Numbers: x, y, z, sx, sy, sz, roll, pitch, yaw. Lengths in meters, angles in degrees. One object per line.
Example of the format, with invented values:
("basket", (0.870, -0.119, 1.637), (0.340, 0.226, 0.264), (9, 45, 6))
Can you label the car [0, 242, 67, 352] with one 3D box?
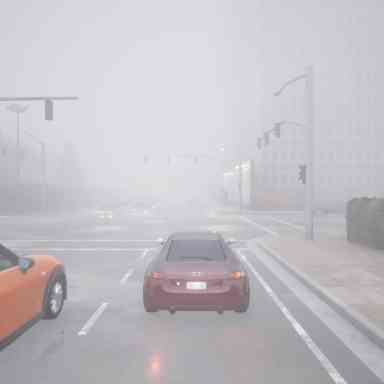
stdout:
("car", (-3.434, 1.352, 4.506), (2.097, 1.767, 4.553), (0, 0, 1))

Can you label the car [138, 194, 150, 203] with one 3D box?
("car", (-10.406, 1.355, 72.289), (2.097, 1.767, 4.553), (0, 0, 0))

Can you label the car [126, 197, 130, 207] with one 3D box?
("car", (-10.521, 1.477, 52.659), (1.882, 1.535, 5.008), (0, 0, 0))

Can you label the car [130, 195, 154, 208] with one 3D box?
("car", (-7.024, 1.352, 47.109), (2.097, 1.767, 4.553), (0, 0, 0))

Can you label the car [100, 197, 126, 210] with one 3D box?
("car", (-10.546, 1.491, 43.510), (2.128, 1.511, 4.902), (0, 0, 1))

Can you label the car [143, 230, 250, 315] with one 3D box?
("car", (0.087, 1.564, 7.680), (1.994, 1.385, 4.181), (0, 0, 0))

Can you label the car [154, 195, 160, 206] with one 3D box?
("car", (-7.009, 1.505, 56.052), (1.837, 1.490, 4.892), (0, 0, 0))

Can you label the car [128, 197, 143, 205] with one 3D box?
("car", (-10.476, 1.601, 61.959), (1.895, 1.301, 4.718), (0, 0, 0))

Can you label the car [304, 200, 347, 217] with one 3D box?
("car", (13.134, 1.547, 31.430), (4.902, 1.511, 2.128), (0, 0, 0))

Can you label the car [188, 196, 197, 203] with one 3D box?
("car", (0.161, 1.560, 71.289), (1.994, 1.385, 4.181), (0, 0, 0))

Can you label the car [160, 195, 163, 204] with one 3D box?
("car", (-6.939, 1.352, 66.130), (2.097, 1.767, 4.553), (0, 0, 1))
